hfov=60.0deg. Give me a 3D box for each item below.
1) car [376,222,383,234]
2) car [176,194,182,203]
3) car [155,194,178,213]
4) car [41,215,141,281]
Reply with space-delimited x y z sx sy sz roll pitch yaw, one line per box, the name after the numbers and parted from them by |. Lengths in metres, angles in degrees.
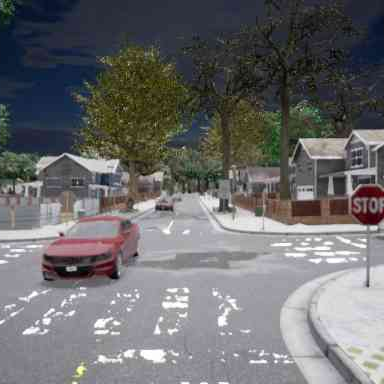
10.292 1.135 13.724 4.902 1.511 2.128 -2 0 0 | car
-2.870 1.094 60.139 1.812 1.442 4.674 0 1 0 | car
-2.821 1.327 35.191 1.882 1.535 5.008 0 1 0 | car
-2.788 1.515 10.170 1.882 1.535 5.008 -1 0 0 | car
